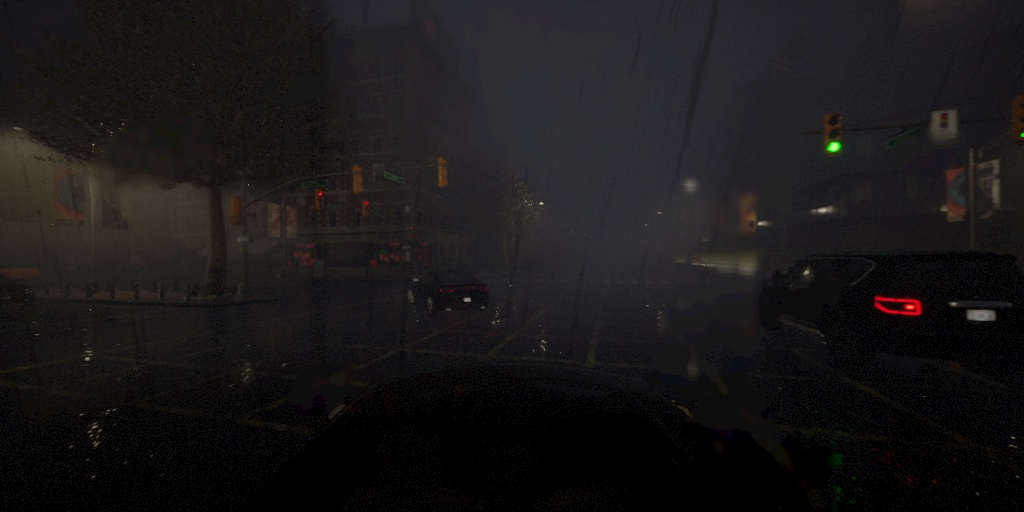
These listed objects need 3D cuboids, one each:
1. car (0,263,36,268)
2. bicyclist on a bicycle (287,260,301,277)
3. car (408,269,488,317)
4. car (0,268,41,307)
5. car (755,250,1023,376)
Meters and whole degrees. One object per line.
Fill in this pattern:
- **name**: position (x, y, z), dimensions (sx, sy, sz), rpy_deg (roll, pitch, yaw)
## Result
- **car**: position (-47.291, 1.468, 33.919), dimensions (4.553, 1.767, 2.097), rpy_deg (0, 0, 16)
- **bicyclist on a bicycle**: position (-21.090, 1.209, 34.693), dimensions (0.582, 1.620, 1.656), rpy_deg (0, 0, 16)
- **car**: position (-2.562, 1.245, 13.591), dimensions (1.882, 1.535, 5.008), rpy_deg (0, 0, -27)
- **car**: position (-22.288, 1.401, 14.784), dimensions (5.008, 1.535, 1.882), rpy_deg (0, 0, 16)
- **car**: position (7.257, 0.913, 7.586), dimensions (2.150, 2.045, 5.566), rpy_deg (0, 0, 15)
